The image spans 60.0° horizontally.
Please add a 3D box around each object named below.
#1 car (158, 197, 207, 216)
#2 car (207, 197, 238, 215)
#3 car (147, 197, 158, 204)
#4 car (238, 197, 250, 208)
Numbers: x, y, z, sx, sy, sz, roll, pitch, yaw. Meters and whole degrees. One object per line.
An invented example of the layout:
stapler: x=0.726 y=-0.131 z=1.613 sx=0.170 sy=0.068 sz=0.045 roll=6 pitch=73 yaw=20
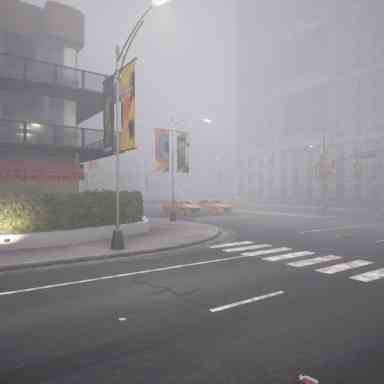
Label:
car: x=-1.062 y=1.478 z=32.648 sx=1.882 sy=1.535 sz=5.008 roll=0 pitch=0 yaw=-35
car: x=2.066 y=1.478 z=34.285 sx=1.882 sy=1.535 sz=5.008 roll=0 pitch=0 yaw=-35
car: x=-6.163 y=1.601 z=59.267 sx=4.718 sy=1.301 sz=1.895 roll=0 pitch=0 yaw=42
car: x=6.258 y=1.478 z=48.604 sx=1.882 sy=1.535 sz=5.008 roll=0 pitch=0 yaw=-35
